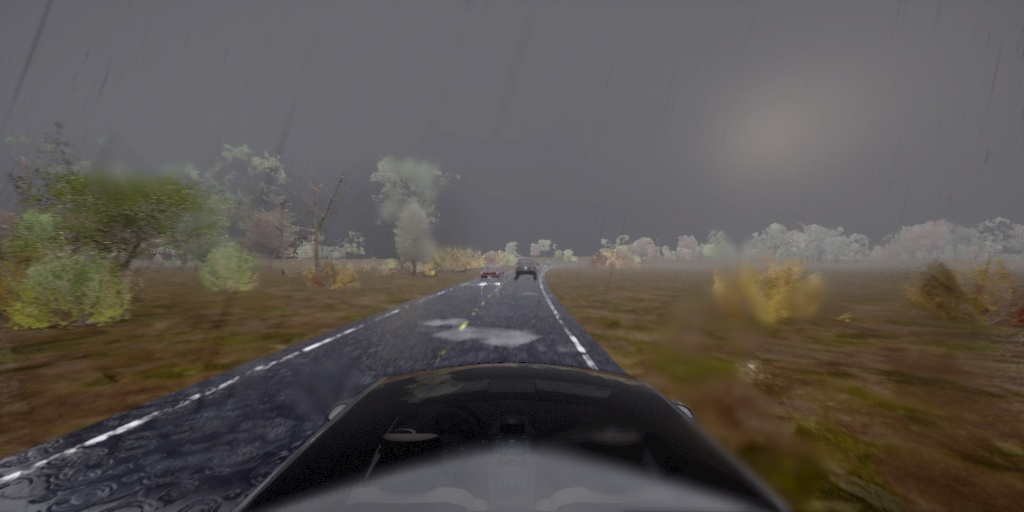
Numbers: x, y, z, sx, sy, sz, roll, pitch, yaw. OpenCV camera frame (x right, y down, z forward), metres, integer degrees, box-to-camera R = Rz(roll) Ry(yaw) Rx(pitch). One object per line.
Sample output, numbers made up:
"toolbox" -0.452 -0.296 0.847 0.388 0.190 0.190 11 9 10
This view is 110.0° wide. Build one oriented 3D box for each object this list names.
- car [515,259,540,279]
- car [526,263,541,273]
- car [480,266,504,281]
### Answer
"car" 1.541 1.284 37.484 2.150 2.045 5.566 0 -1 5
"car" 3.442 1.778 55.998 2.033 1.411 5.357 0 -1 7
"car" -1.881 1.630 34.616 1.895 1.301 4.718 0 0 5
